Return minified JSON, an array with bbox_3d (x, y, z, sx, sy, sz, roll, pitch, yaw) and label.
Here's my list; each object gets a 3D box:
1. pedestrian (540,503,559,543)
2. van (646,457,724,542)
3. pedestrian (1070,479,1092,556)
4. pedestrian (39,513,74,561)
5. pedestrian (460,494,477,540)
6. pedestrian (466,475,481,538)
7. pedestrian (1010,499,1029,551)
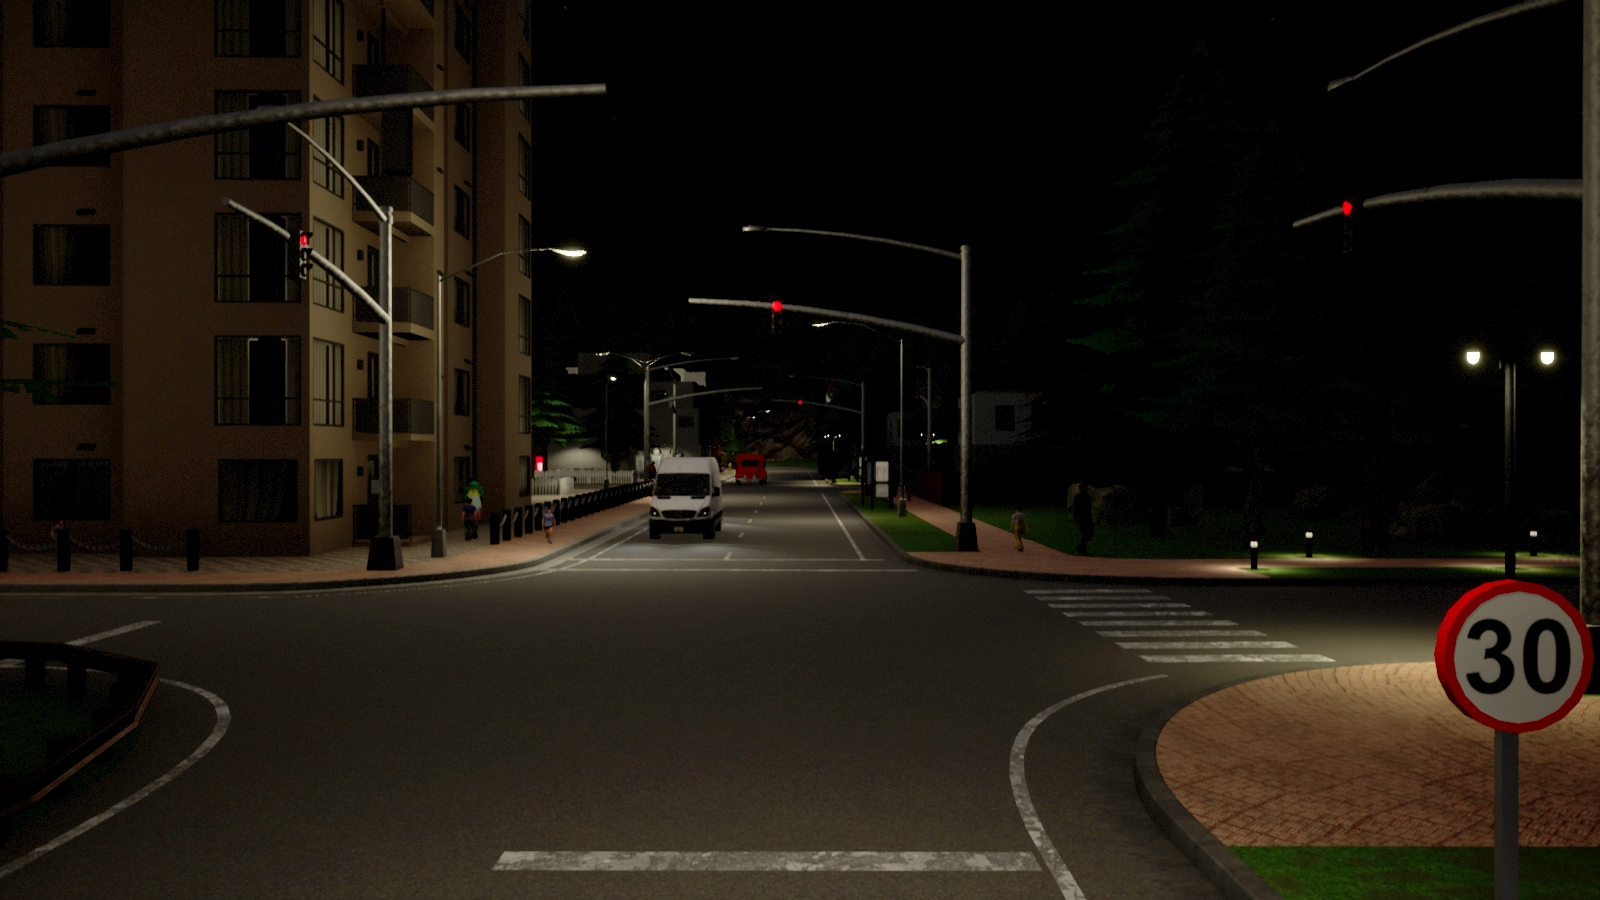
[{"bbox_3d":[-7.043,2.047,32.133,0.500,1.100,0.500,0,0,-7],"label":"pedestrian"},{"bbox_3d":[-3.666,1.505,37.392,1.988,2.561,5.915,0,0,0],"label":"van"},{"bbox_3d":[6.971,1.667,28.346,0.375,1.860,0.375,0,0,-29],"label":"pedestrian"},{"bbox_3d":[-17.564,2.049,26.989,0.500,1.100,0.500,0,0,1],"label":"pedestrian"},{"bbox_3d":[-9.643,1.947,33.244,0.375,1.300,0.375,0,0,-1],"label":"pedestrian"},{"bbox_3d":[-9.695,1.668,33.918,0.375,1.860,0.375,0,0,-7],"label":"pedestrian"},{"bbox_3d":[5.716,1.948,29.739,0.375,1.300,0.375,0,0,-15],"label":"pedestrian"}]
